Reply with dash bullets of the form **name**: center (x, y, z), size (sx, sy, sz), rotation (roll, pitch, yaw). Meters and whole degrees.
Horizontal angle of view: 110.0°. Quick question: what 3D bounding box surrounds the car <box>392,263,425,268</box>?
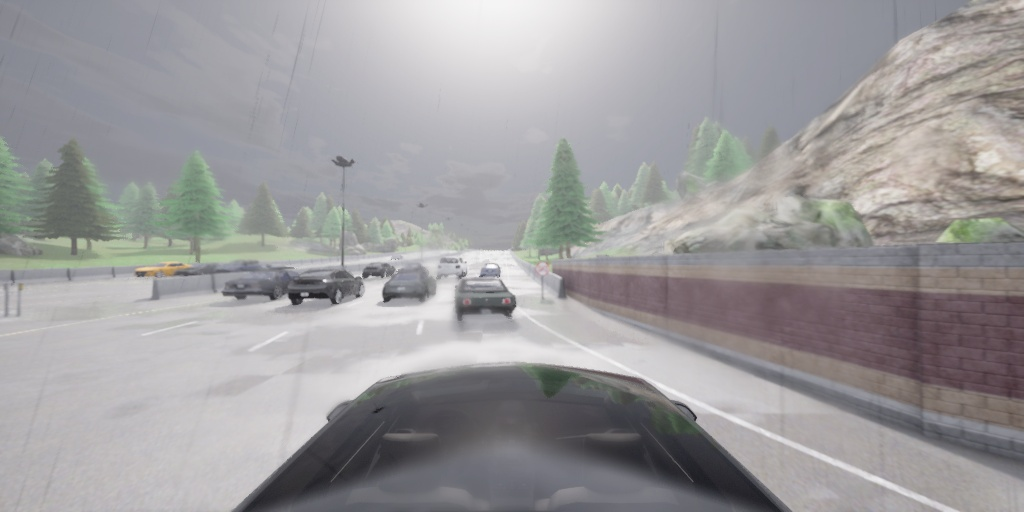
- **car**: center (-8.949, 1.381, 32.974), size (2.033, 1.411, 5.357), rotation (0, 0, -1)

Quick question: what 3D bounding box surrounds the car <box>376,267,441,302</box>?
- **car**: center (-4.994, 1.426, 17.952), size (1.994, 1.385, 4.181), rotation (0, 0, -3)

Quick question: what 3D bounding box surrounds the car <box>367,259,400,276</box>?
- **car**: center (-12.470, 1.336, 33.938), size (1.837, 1.490, 4.892), rotation (0, 1, -1)

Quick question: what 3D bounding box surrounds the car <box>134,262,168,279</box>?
- **car**: center (-33.687, 1.313, 34.904), size (1.882, 1.535, 5.008), rotation (0, 0, -1)

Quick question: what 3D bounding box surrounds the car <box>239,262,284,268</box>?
- **car**: center (-23.176, 1.434, 34.346), size (1.895, 1.301, 4.718), rotation (0, 0, -1)

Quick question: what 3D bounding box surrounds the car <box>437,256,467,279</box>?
- **car**: center (-5.452, 1.055, 33.021), size (2.150, 2.045, 5.566), rotation (0, 1, -1)

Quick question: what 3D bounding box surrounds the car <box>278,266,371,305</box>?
- **car**: center (-8.442, 1.359, 16.737), size (1.837, 1.490, 4.892), rotation (0, -2, -4)

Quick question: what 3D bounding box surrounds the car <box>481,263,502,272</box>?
- **car**: center (-1.964, 1.373, 33.735), size (2.033, 1.411, 5.357), rotation (0, 0, -1)

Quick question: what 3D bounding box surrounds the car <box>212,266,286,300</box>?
- **car**: center (-12.106, 1.410, 18.426), size (2.033, 1.411, 5.357), rotation (0, 0, -2)

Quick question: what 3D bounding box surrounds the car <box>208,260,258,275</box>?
- **car**: center (-26.692, 1.182, 35.181), size (2.097, 1.767, 4.553), rotation (0, 0, -1)

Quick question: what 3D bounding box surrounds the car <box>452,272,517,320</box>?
- **car**: center (-1.128, 1.432, 13.086), size (1.895, 1.301, 4.718), rotation (0, 0, -10)

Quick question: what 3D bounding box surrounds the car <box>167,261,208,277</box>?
- **car**: center (-30.198, 1.378, 35.342), size (2.033, 1.411, 5.357), rotation (0, 0, -1)
